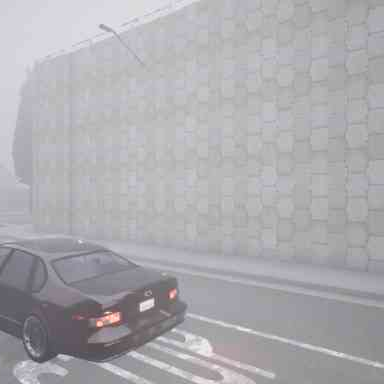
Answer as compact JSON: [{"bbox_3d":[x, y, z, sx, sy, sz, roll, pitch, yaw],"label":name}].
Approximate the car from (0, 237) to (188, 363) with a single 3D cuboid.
[{"bbox_3d":[-2.648,1.547,5.865,5.357,1.411,2.033,0,0,35],"label":"car"}]
